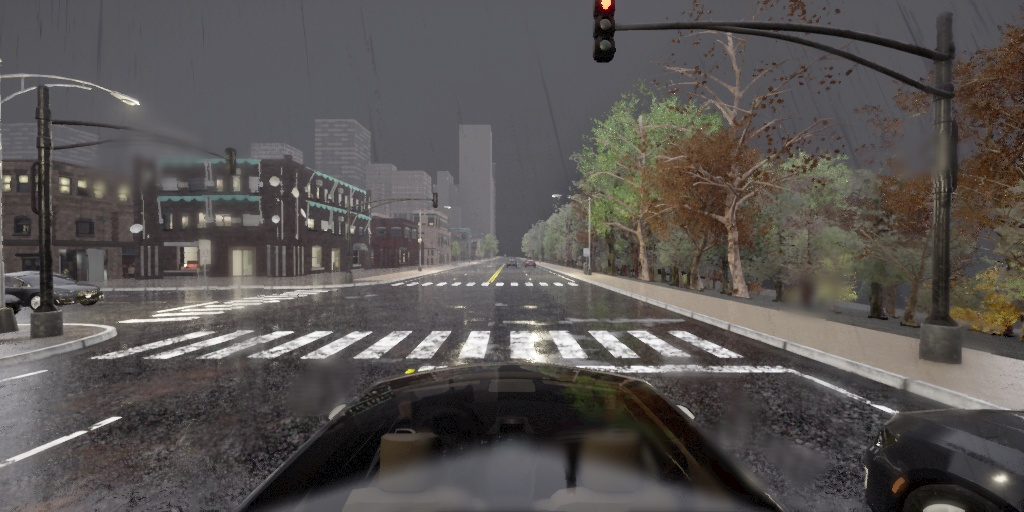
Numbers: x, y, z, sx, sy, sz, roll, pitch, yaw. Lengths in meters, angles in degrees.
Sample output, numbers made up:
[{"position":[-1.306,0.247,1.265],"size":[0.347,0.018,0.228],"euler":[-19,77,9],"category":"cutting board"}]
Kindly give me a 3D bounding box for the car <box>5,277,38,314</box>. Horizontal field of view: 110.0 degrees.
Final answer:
[{"position":[-19.973,1.565,12.427],"size":[4.313,1.339,1.948],"euler":[0,0,0],"category":"car"}]

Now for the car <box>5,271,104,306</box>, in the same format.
[{"position":[-20.315,1.480,15.131],"size":[4.892,1.490,1.837],"euler":[-1,1,0],"category":"car"}]

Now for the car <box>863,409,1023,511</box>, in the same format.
[{"position":[3.353,1.255,0.435],"size":[1.837,1.490,4.892],"euler":[0,0,0],"category":"car"}]

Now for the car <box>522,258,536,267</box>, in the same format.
[{"position":[3.204,1.252,63.367],"size":[1.812,1.442,4.674],"euler":[0,0,0],"category":"car"}]

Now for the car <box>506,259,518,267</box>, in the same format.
[{"position":[-0.048,1.231,63.053],"size":[1.837,1.490,4.892],"euler":[0,0,0],"category":"car"}]
